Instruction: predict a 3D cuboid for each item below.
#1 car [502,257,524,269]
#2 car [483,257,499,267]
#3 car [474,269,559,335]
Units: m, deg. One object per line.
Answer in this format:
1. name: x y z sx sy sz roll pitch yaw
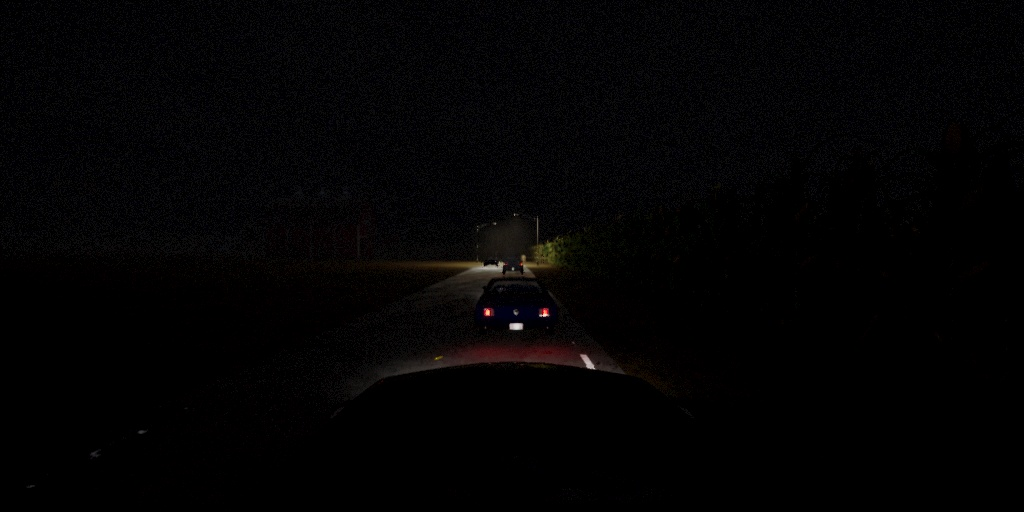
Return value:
1. car: 0.094 0.819 32.591 1.812 1.442 4.674 0 1 0
2. car: -2.806 0.771 48.248 1.895 1.301 4.718 0 0 0
3. car: 0.097 1.218 10.032 1.895 1.301 4.718 0 1 0
